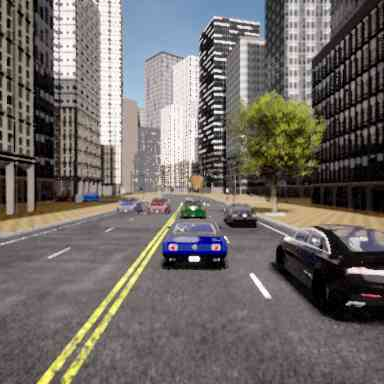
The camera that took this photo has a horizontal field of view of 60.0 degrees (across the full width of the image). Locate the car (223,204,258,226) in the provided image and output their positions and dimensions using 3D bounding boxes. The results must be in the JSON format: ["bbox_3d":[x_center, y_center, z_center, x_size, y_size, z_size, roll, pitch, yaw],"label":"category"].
[{"bbox_3d":[3.319,1.523,23.401,2.033,1.411,5.357,0,0,0],"label":"car"}]

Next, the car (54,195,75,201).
[{"bbox_3d":[-28.181,1.247,73.695,4.507,1.381,1.887,0,0,1],"label":"car"}]

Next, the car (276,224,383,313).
[{"bbox_3d":[3.312,1.486,7.623,2.128,1.511,4.902,0,0,0],"label":"car"}]

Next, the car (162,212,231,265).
[{"bbox_3d":[0.084,1.591,11.598,1.895,1.301,4.718,0,0,0],"label":"car"}]

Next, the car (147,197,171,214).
[{"bbox_3d":[-3.343,1.308,34.186,2.097,1.767,4.553,0,0,0],"label":"car"}]

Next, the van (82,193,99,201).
[{"bbox_3d":[-22.641,1.068,73.646,3.998,1.788,1.690,0,0,1],"label":"van"}]

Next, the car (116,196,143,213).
[{"bbox_3d":[-6.592,1.306,35.397,2.097,1.767,4.553,0,0,0],"label":"car"}]

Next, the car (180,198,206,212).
[{"bbox_3d":[0.089,1.320,27.946,2.097,1.767,4.553,0,0,0],"label":"car"}]
